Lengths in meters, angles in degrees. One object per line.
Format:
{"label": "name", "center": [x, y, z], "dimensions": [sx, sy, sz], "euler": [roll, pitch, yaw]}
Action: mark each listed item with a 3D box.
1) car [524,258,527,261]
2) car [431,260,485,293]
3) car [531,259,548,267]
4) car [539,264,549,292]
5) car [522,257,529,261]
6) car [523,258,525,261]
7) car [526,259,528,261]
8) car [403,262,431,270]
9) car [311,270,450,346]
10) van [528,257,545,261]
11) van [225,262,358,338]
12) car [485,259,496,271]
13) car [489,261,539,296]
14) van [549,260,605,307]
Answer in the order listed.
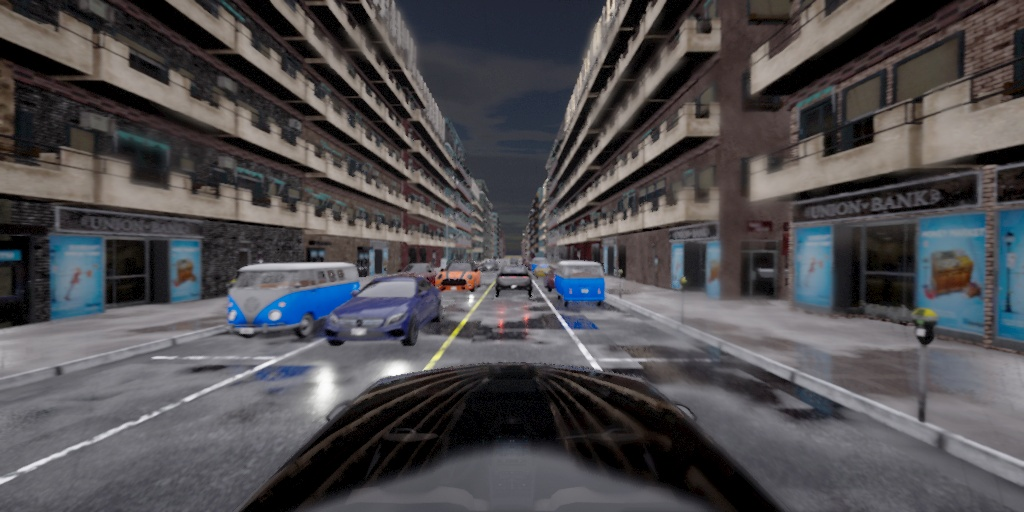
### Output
{"label": "car", "center": [2.988, 1.334, 49.470], "dimensions": [1.948, 1.339, 4.313], "euler": [0, 0, 0]}
{"label": "car", "center": [-2.971, 1.089, 20.706], "dimensions": [2.097, 1.767, 4.553], "euler": [0, 0, 1]}
{"label": "car", "center": [2.877, 1.284, 32.587], "dimensions": [1.751, 1.417, 4.829], "euler": [0, 0, 0]}
{"label": "car", "center": [2.802, 1.338, 21.047], "dimensions": [1.802, 1.307, 4.207], "euler": [0, 0, 0]}
{"label": "car", "center": [3.062, 1.325, 60.840], "dimensions": [1.888, 1.381, 4.507], "euler": [0, 0, 0]}
{"label": "car", "center": [3.025, 1.356, 55.155], "dimensions": [1.802, 1.307, 4.207], "euler": [0, 0, 0]}
{"label": "car", "center": [2.951, 1.346, 43.786], "dimensions": [1.802, 1.307, 4.207], "euler": [0, 0, 0]}
{"label": "car", "center": [-5.588, 1.167, 21.105], "dimensions": [1.967, 1.591, 4.097], "euler": [0, 0, 0]}
{"label": "car", "center": [-3.063, 1.263, 9.529], "dimensions": [1.812, 1.442, 4.674], "euler": [0, 0, 0]}
{"label": "van", "center": [2.914, 1.102, 38.102], "dimensions": [1.690, 1.789, 3.998], "euler": [0, 0, 0]}
{"label": "van", "center": [-5.632, 1.069, 9.735], "dimensions": [1.690, 1.789, 3.998], "euler": [0, 0, 0]}
{"label": "car", "center": [-2.729, 1.240, 45.394], "dimensions": [2.128, 1.511, 4.902], "euler": [0, 0, 0]}
{"label": "car", "center": [0.105, 1.238, 19.331], "dimensions": [2.128, 1.511, 4.902], "euler": [0, 0, 0]}
{"label": "van", "center": [2.767, 1.097, 15.363], "dimensions": [1.690, 1.789, 3.998], "euler": [0, 0, 0]}
